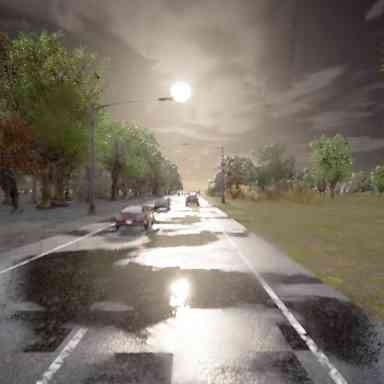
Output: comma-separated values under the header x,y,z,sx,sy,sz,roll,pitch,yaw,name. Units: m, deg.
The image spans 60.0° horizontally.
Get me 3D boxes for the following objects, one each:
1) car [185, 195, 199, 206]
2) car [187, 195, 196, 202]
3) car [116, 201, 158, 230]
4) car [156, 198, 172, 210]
x,y,z,sx,sy,sz,roll,pitch,yaw,name
0.030,1.178,52.471,2.097,1.767,4.553,0,0,0,car
-0.095,1.301,73.011,2.033,1.411,5.357,0,0,0,car
-3.428,1.459,20.418,1.812,1.442,4.674,0,0,0,car
-3.453,1.416,39.824,2.033,1.411,5.357,0,0,0,car
